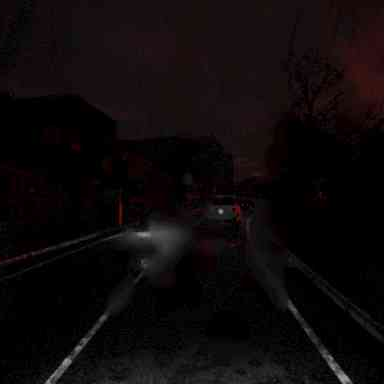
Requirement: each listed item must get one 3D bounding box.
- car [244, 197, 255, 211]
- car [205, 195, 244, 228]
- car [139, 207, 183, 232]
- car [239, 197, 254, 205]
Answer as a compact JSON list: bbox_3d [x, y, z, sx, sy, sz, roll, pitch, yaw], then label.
[{"bbox_3d":[6.645,1.564,41.181,2.033,1.411,5.357,-2,0,17],"label":"car"},{"bbox_3d":[2.171,1.248,22.567,2.150,2.045,5.566,-1,-1,10],"label":"car"},{"bbox_3d":[-1.842,1.638,20.640,1.994,1.385,4.181,-1,0,9],"label":"car"},{"bbox_3d":[10.207,1.644,61.997,1.812,1.442,4.674,-2,-1,20],"label":"car"}]
